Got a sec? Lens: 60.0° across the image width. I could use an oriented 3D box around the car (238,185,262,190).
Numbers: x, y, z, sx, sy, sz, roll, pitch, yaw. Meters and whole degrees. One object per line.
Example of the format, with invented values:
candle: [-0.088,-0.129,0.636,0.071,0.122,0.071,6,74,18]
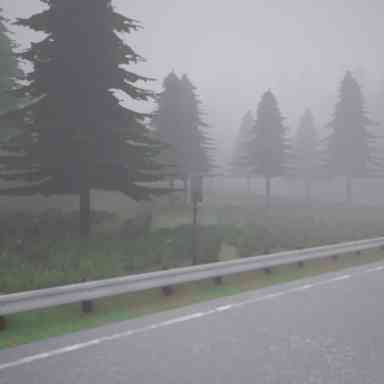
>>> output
car: [8.823,-0.190,47.996,4.674,1.442,1.812,6,2,19]
